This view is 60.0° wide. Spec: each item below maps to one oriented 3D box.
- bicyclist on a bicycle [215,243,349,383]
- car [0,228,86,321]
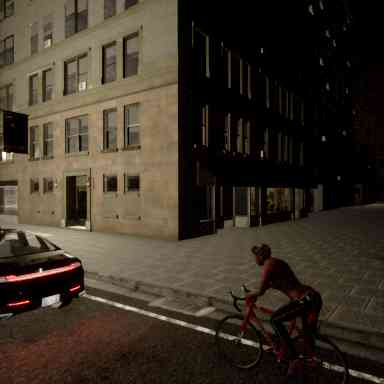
[{"bbox_3d":[0.978,1.453,3.965,1.656,1.620,0.582,0,0,36],"label":"bicyclist on a bicycle"},{"bbox_3d":[-4.184,1.492,6.666,4.902,1.511,2.128,0,0,36],"label":"car"}]
